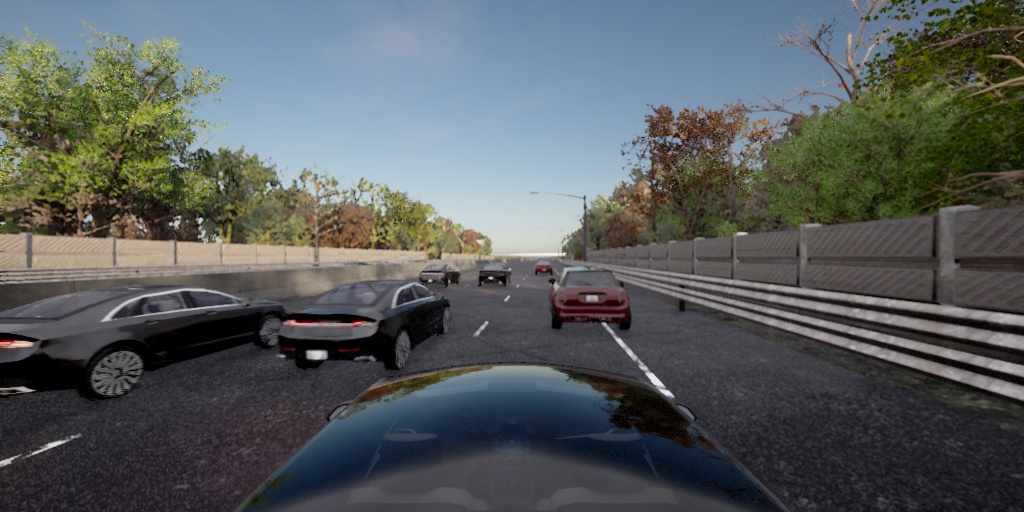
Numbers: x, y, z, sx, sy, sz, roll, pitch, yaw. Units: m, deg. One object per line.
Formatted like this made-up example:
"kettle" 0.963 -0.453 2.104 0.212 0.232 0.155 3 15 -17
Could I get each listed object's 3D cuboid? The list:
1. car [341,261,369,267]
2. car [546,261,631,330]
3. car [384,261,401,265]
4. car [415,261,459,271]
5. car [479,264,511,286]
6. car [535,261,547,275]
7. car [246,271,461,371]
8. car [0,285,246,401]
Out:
"car" -20.574 1.412 46.928 1.837 1.490 4.892 0 0 5
"car" 2.260 1.119 11.401 2.097 1.767 4.553 0 0 5
"car" -16.768 1.436 50.280 1.812 1.442 4.674 0 0 5
"car" -4.774 1.307 24.359 2.128 1.511 4.902 0 0 5
"car" -1.136 1.290 25.770 1.882 1.535 5.008 0 0 5
"car" 3.606 1.319 40.281 1.882 1.535 5.008 0 0 5
"car" -2.696 1.260 7.757 2.128 1.511 4.902 0 0 5
"car" -6.317 1.264 6.513 2.128 1.511 4.902 0 0 5
